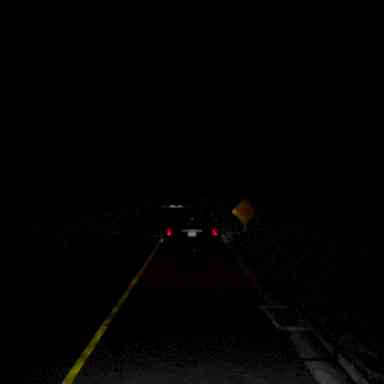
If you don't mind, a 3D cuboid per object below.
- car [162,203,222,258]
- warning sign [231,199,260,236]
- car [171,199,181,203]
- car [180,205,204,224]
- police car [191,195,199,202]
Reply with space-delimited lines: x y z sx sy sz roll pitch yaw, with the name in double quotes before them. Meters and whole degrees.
"car" 0.015 1.480 13.433 2.097 1.767 4.553 0 -1 0
"warning sign" 2.712 1.275 17.093 1.300 1.860 1.060 0 -1 0
"car" -3.023 1.974 64.555 2.033 1.411 5.357 0 0 0
"car" 0.010 1.844 28.251 1.895 1.301 4.718 0 0 0
"police car" 0.890 2.003 92.194 1.930 1.638 5.238 0 0 0
